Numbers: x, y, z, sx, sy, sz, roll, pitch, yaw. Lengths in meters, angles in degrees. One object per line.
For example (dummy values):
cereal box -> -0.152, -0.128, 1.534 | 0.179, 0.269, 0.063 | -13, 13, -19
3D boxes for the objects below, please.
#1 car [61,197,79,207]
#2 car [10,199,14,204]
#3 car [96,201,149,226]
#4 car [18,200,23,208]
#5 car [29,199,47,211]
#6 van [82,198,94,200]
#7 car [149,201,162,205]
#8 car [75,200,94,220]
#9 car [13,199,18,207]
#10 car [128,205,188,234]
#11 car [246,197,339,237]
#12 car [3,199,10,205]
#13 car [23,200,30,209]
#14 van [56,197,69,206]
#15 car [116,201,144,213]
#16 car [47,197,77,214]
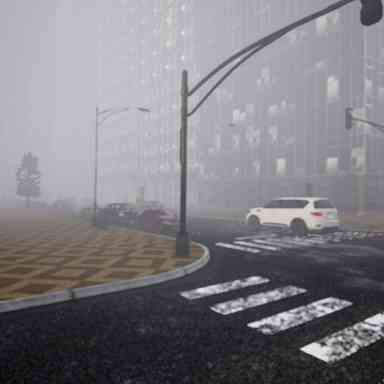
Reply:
car -> -24.341, 1.978, 66.347 | 2.192, 1.841, 5.009 | 0, -1, -35
car -> -34.465, 2.177, 66.201 | 1.802, 1.307, 4.206 | 0, -1, -35
car -> -5.151, 1.545, 24.286 | 1.967, 1.590, 4.097 | 0, -1, -35
car -> -27.951, 2.031, 56.886 | 1.887, 1.381, 4.507 | 0, -1, -35
car -> -21.437, 1.928, 47.571 | 2.008, 1.369, 4.403 | 0, -1, -35
van -> -17.826, 1.895, 57.032 | 1.690, 1.788, 3.998 | 0, -1, -35
car -> -4.798, 1.777, 38.402 | 1.967, 1.590, 4.097 | 0, -1, -35
car -> -8.310, 1.683, 28.803 | 1.752, 1.417, 4.829 | 0, -1, -35
car -> -31.209, 2.091, 61.543 | 2.008, 1.369, 4.403 | 0, -1, -35
car -> -1.893, 1.632, 19.627 | 1.802, 1.307, 4.206 | 0, -1, -35
car -> 5.588, 1.319, 19.134 | 2.150, 2.045, 5.566 | 2, -1, -33
car -> -40.980, 2.254, 75.516 | 2.008, 1.369, 4.403 | 0, -1, -35
car -> -24.694, 1.997, 52.229 | 1.947, 1.339, 4.313 | 0, -1, -35
van -> -27.598, 2.059, 71.005 | 1.690, 1.788, 3.998 | 0, -1, -35
car -> -8.152, 1.918, 43.197 | 1.752, 1.417, 4.829 | 0, -1, -35
car -> -14.922, 1.708, 38.258 | 1.967, 1.590, 4.097 | 0, -1, -35
